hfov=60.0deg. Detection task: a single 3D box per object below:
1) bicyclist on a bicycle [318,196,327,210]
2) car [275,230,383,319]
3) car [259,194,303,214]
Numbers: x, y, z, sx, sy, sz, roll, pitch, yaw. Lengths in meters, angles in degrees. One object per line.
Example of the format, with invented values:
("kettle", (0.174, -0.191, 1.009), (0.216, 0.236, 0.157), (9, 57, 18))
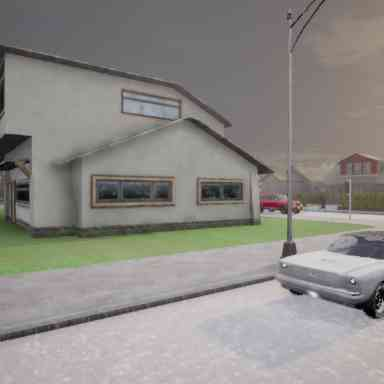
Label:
("bicyclist on a bicycle", (15.828, 1.349, 40.329), (1.656, 1.620, 0.582), (0, 0, -35))
("car", (4.066, 1.601, 7.491), (4.718, 1.301, 1.895), (0, 0, -35))
("car", (9.038, 1.222, 35.391), (2.150, 2.045, 5.566), (0, 0, -35))
